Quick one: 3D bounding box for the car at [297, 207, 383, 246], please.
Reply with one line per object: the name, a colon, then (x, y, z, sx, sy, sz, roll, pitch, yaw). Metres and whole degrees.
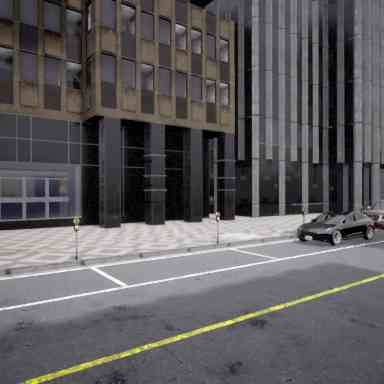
car: (6.687, 1.565, 15.285, 4.313, 1.339, 1.947, 0, 0, -35)

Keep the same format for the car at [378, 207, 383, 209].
car: (10.339, 1.504, 14.617, 4.892, 1.490, 1.837, 0, 0, -35)

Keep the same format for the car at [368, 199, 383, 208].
car: (11.275, 1.314, 18.559, 5.009, 1.841, 2.192, 0, 0, -35)
